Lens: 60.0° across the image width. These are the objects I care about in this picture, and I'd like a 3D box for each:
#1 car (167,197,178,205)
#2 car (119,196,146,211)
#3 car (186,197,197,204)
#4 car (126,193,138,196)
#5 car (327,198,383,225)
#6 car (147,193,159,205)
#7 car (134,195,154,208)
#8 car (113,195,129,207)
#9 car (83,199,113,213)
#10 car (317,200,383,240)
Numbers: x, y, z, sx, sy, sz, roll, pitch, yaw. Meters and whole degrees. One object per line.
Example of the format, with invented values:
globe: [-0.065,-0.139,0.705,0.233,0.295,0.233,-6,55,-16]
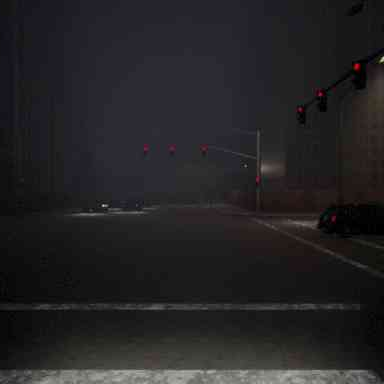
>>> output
car: [-3.528,1.547,60.271,2.033,1.411,5.357,0,0,0]
car: [-7.163,1.526,40.501,1.812,1.442,4.674,0,0,-1]
car: [-0.134,1.564,64.902,1.994,1.385,4.181,0,0,0]
car: [-10.678,1.221,58.272,2.150,2.045,5.566,0,0,0]
car: [12.364,1.352,23.844,4.553,1.767,2.097,0,0,0]
car: [-7.168,1.221,60.122,2.150,2.045,5.566,0,0,1]
car: [-7.193,1.526,49.595,1.812,1.442,4.674,0,0,0]
car: [-10.695,1.547,47.582,2.033,1.411,5.357,0,0,0]
car: [-10.713,1.547,37.507,2.033,1.411,5.357,0,0,-3]
car: [8.779,1.352,16.635,4.553,1.767,2.097,0,0,-1]
